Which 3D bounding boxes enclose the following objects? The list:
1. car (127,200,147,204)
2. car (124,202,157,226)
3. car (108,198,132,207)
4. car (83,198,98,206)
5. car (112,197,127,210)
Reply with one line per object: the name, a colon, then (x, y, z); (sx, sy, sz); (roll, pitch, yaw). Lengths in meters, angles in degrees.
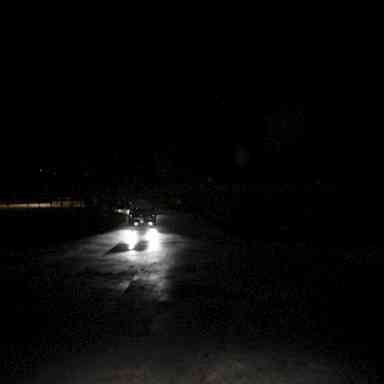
car: (-5.355, 1.570, 34.688); (1.812, 1.442, 4.674); (0, 0, -17)
car: (-3.492, 1.626, 23.911); (1.895, 1.301, 4.718); (0, 0, -6)
car: (-11.757, 1.733, 54.257); (1.895, 1.301, 4.718); (-1, 0, -38)
car: (-18.491, 1.813, 61.674); (4.181, 1.385, 1.994); (-1, 0, 42)
car: (-9.879, 1.457, 45.802); (2.097, 1.767, 4.553); (-1, 0, -29)
